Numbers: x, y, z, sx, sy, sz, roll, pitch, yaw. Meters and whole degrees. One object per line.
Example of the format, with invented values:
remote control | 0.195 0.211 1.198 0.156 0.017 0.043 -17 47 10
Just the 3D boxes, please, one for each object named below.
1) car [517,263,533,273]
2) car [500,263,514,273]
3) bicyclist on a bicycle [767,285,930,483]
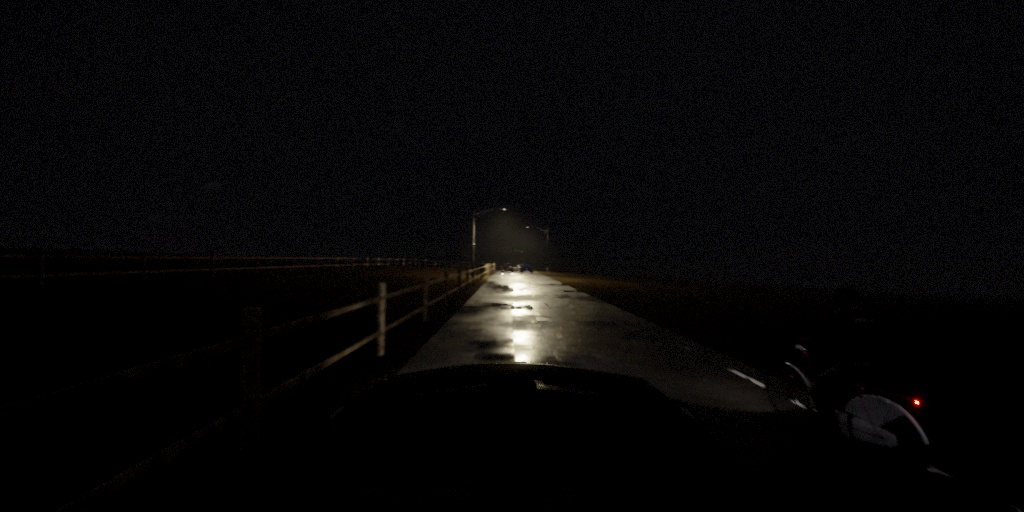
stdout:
car | 2.216 1.877 56.154 1.812 1.442 4.674 1 -1 -1
car | -0.669 1.792 54.330 1.837 1.490 4.892 1 -1 0
bicyclist on a bicycle | 3.449 1.184 3.914 0.659 1.776 1.843 1 0 -1
